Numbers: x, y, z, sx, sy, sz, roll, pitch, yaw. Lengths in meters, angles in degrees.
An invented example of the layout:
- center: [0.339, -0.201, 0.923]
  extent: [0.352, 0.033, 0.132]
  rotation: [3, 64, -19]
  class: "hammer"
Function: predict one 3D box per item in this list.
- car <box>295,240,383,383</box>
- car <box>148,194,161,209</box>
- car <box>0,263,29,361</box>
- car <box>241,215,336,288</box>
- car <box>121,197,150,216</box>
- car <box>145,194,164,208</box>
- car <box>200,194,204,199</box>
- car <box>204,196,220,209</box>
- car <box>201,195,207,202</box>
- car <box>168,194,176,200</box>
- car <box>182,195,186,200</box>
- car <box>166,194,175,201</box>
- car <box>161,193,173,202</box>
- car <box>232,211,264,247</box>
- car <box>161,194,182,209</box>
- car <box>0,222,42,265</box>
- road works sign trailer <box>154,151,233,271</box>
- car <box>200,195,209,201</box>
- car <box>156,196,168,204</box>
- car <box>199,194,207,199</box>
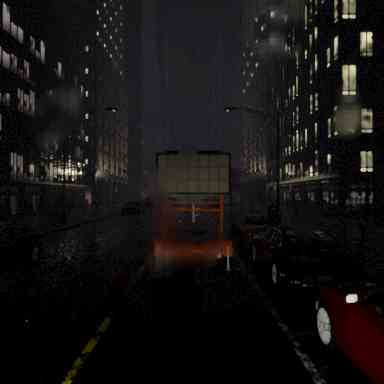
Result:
- center: [2.710, 1.544, 3.304]
  extent: [1.887, 1.381, 4.507]
  rotation: [0, 0, 0]
  class: "car"
- center: [-5.499, 1.394, 43.077]
  extent: [1.967, 1.590, 4.097]
  rotation: [0, 0, 0]
  class: "car"
- center: [-3.094, 1.600, 1.946]
  extent: [1.895, 1.301, 4.718]
  rotation: [0, 0, 0]
  class: "car"
- center: [2.734, 1.547, 8.979]
  extent: [2.008, 1.369, 4.403]
  rotation: [0, 0, 0]
  class: "car"
- center: [-5.549, 1.517, 31.725]
  extent: [1.887, 1.381, 4.507]
  rotation: [0, 0, 0]
  class: "car"
- center: [-5.474, 1.258, 48.752]
  extent: [2.192, 1.841, 5.009]
  rotation: [0, 0, 0]
  class: "car"
- center: [2.953, 1.500, 60.052]
  extent: [1.802, 1.307, 4.206]
  rotation: [1, 0, 0]
  class: "car"
- center: [2.880, 1.519, 43.029]
  extent: [1.947, 1.339, 4.313]
  rotation: [0, 0, 0]
  class: "car"
- center: [2.929, 1.513, 54.378]
  extent: [1.802, 1.307, 4.206]
  rotation: [1, 0, 0]
  class: "car"
- center: [-5.306, 1.360, 88.312]
  extent: [1.752, 1.417, 4.829]
  rotation: [1, 0, 0]
  class: "car"
- center: [-2.618, 1.395, 89.381]
  extent: [1.994, 1.385, 4.181]
  rotation: [0, 0, 0]
  class: "car"
- center: [-5.329, 1.293, 82.805]
  extent: [1.967, 1.590, 4.097]
  rotation: [1, 0, 0]
  class: "car"
- center: [-5.376, 1.203, 71.454]
  extent: [2.192, 1.841, 5.009]
  rotation: [1, 0, 0]
  class: "car"
- center: [2.759, 1.517, 14.825]
  extent: [1.752, 1.417, 4.829]
  rotation: [0, 0, 0]
  class: "car"
- center: [-2.805, 1.426, 45.781]
  extent: [1.882, 1.535, 5.008]
  rotation: [0, 0, 0]
  class: "car"
- center: [-5.646, 1.547, 9.022]
  extent: [2.008, 1.369, 4.403]
  rotation: [0, 0, 0]
  class: "car"
- center: [0.046, 0.459, 10.901]
  extent: [2.380, 3.560, 2.880]
  rotation: [0, 0, 0]
  class: "road works sign trailer"
- center: [3.050, 1.419, 82.752]
  extent: [1.947, 1.339, 4.313]
  rotation: [1, 0, 0]
  class: "car"
- center: [-5.428, 1.500, 60.103]
  extent: [1.802, 1.307, 4.206]
  rotation: [1, 0, 0]
  class: "car"
- center: [3.099, 1.359, 94.102]
  extent: [1.887, 1.381, 4.507]
  rotation: [1, 0, 0]
  class: "car"
